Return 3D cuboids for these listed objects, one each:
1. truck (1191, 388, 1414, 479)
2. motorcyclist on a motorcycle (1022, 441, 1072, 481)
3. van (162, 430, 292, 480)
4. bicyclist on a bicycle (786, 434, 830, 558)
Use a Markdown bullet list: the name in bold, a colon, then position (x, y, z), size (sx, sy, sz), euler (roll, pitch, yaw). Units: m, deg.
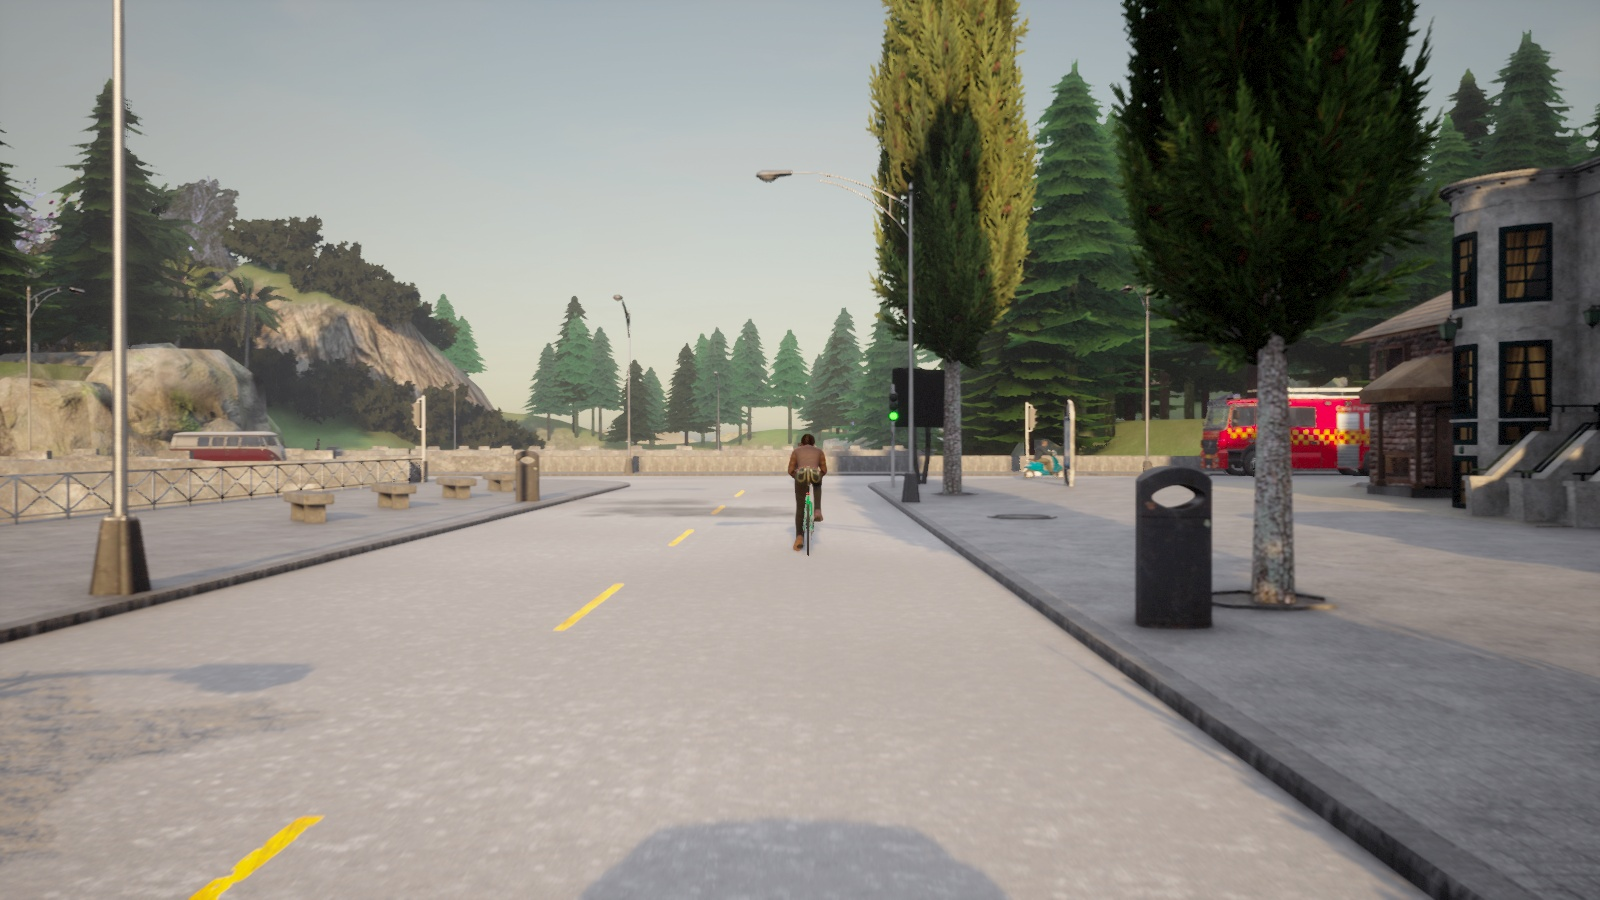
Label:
- **truck**: position (21.619, -0.707, 54.354), size (8.468, 3.827, 2.891), euler (0, 0, 0)
- **motorcyclist on a motorcycle**: position (9.899, 0.424, 50.334), size (1.817, 1.590, 0.866), euler (0, 1, -3)
- **van**: position (-23.046, 0.195, 50.631), size (4.442, 1.987, 1.775), euler (0, 0, 0)
- **bicyclist on a bicycle**: position (0.111, 0.602, 17.233), size (0.582, 1.620, 1.656), euler (0, 0, 0)
